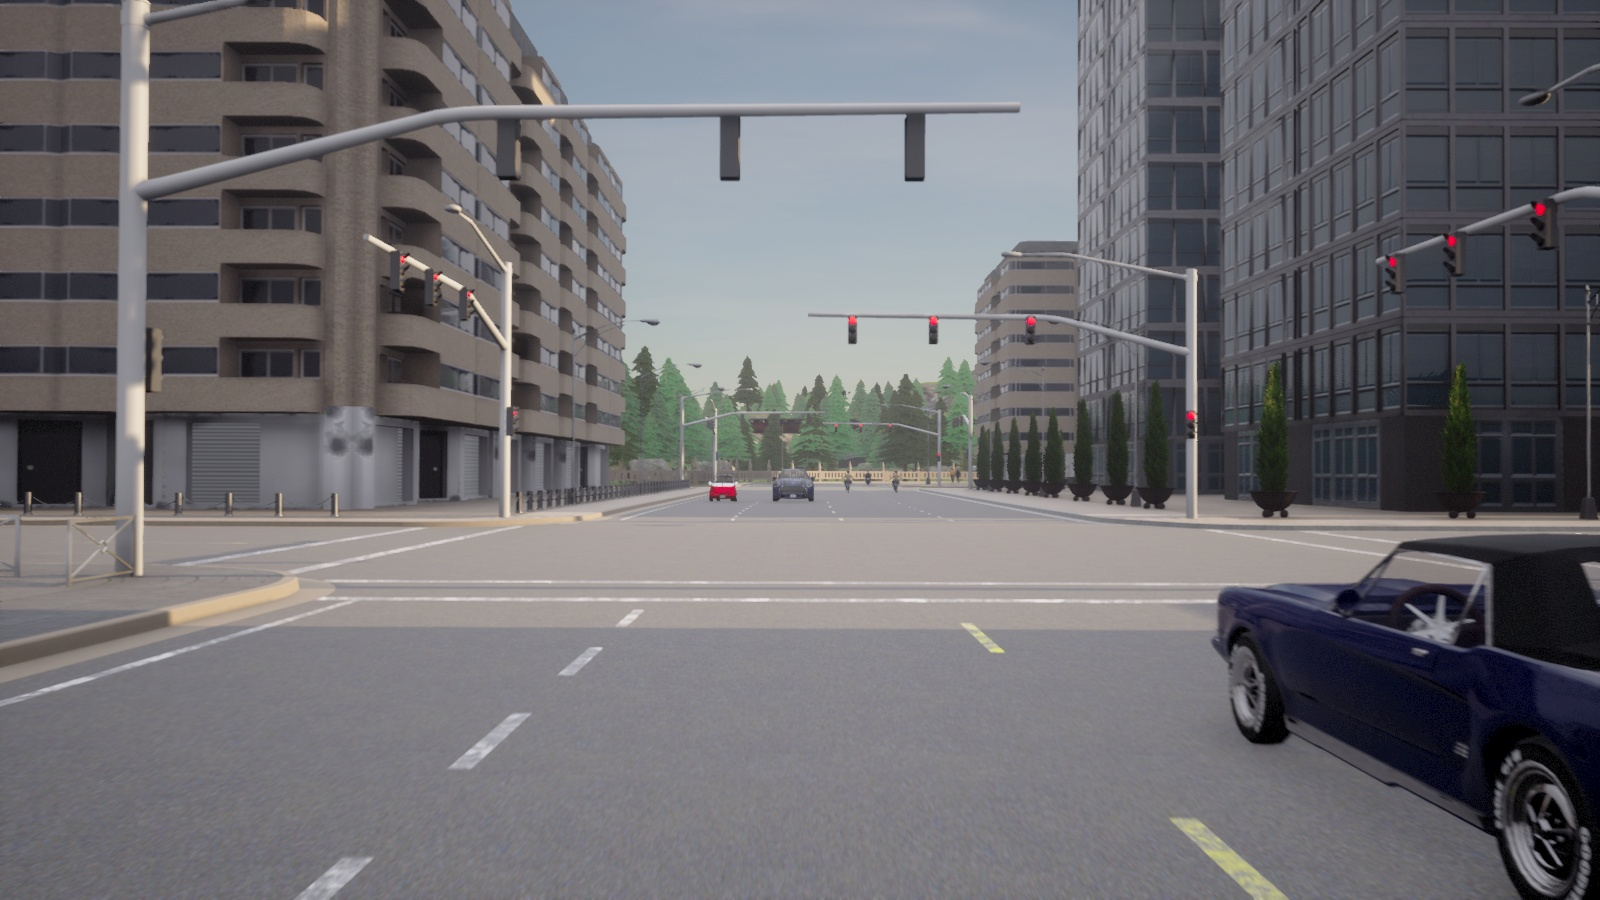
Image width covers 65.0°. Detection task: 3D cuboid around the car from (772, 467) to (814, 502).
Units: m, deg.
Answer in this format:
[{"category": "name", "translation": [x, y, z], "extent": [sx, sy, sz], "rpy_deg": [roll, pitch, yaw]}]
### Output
[{"category": "car", "translation": [-0.317, 1.758, 64.774], "extent": [2.097, 1.767, 4.553], "rpy_deg": [0, -1, 1]}]

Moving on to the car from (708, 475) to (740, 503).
[{"category": "car", "translation": [-3.830, 1.946, 63.415], "extent": [1.481, 1.376, 2.207], "rpy_deg": [0, -1, 1]}]

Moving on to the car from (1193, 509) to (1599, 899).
[{"category": "car", "translation": [3.485, 0.997, 5.747], "extent": [1.895, 1.301, 4.718], "rpy_deg": [0, -1, 0]}]
